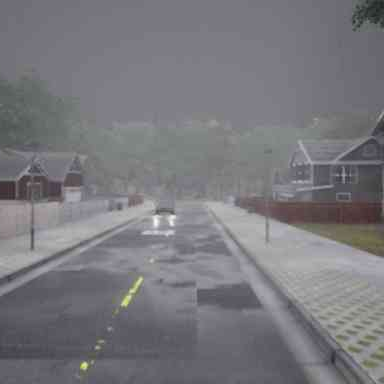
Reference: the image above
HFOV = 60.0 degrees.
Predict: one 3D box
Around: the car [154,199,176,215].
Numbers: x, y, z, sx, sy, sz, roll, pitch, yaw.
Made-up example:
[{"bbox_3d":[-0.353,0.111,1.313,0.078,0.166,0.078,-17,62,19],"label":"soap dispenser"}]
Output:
[{"bbox_3d":[-2.657,1.470,33.609,1.837,1.490,4.892,0,0,0],"label":"car"}]
